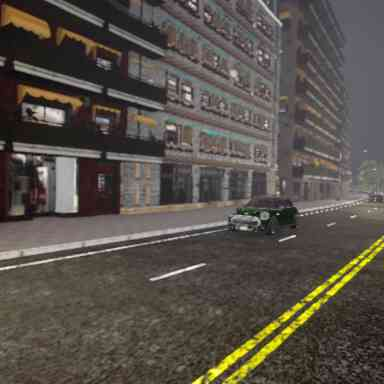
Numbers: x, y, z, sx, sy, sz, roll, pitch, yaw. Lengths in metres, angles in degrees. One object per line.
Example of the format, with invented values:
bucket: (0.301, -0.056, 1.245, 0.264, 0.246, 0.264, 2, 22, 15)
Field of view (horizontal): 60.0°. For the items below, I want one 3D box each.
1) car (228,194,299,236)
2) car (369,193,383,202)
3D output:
car: (3.645, 1.005, 16.440, 2.097, 1.767, 4.553, 3, 2, 36)
car: (31.927, 0.964, 57.621, 2.033, 1.411, 5.357, 3, 2, 32)
